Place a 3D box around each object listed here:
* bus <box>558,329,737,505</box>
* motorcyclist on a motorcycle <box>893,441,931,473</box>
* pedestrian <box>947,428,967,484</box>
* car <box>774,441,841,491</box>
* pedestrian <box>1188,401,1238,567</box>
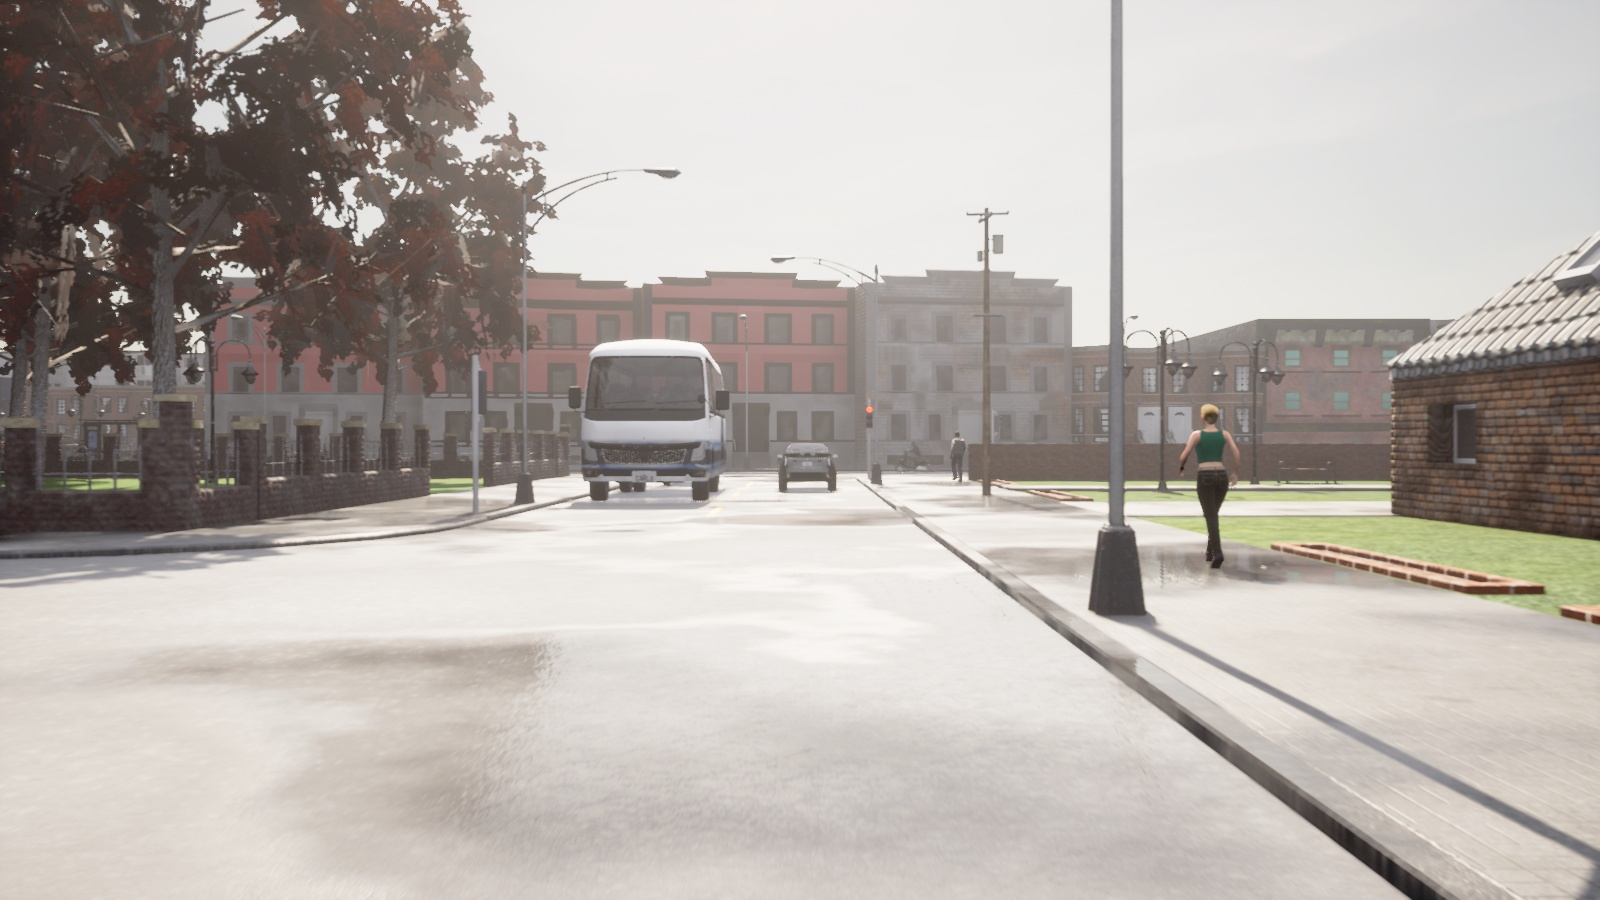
[{"bbox_3d":[-3.934,-0.829,35.503,3.944,4.253,10.273,0,0,-1],"label":"bus"},{"bbox_3d":[5.591,0.357,62.813,1.817,1.590,0.866,0,0,-3],"label":"motorcyclist on a motorcycle"},{"bbox_3d":[5.528,0.203,44.210,0.423,1.949,0.788,0,0,-14],"label":"pedestrian"},{"bbox_3d":[0.238,0.472,40.143,2.007,1.525,4.514,0,0,0],"label":"car"},{"bbox_3d":[4.644,0.374,14.134,0.345,1.836,0.594,0,0,-2],"label":"pedestrian"}]
